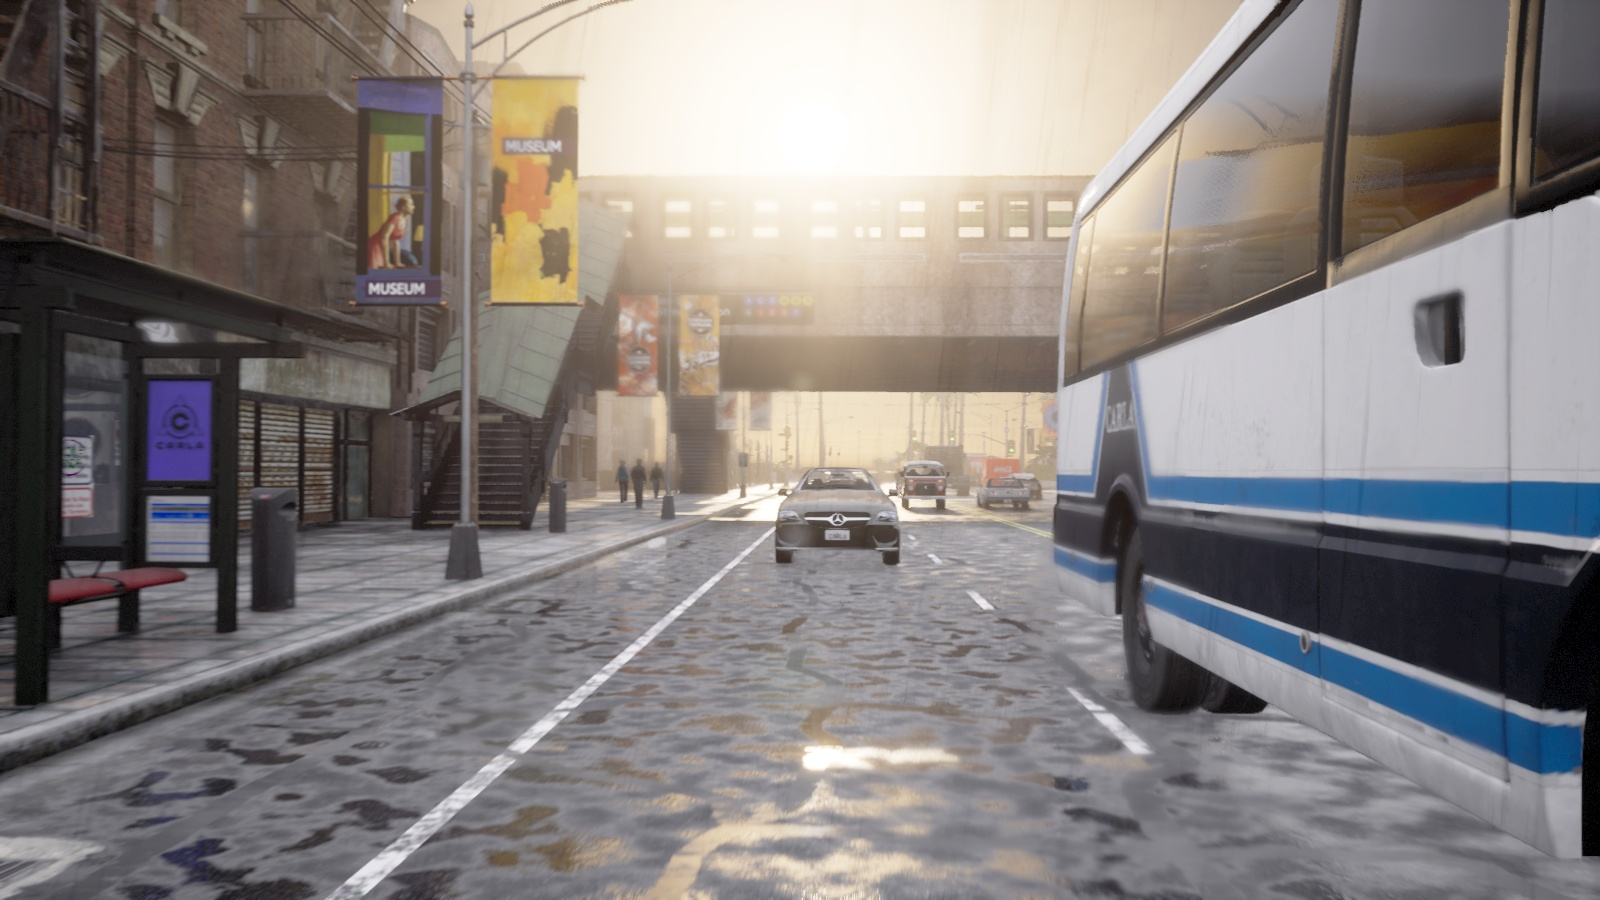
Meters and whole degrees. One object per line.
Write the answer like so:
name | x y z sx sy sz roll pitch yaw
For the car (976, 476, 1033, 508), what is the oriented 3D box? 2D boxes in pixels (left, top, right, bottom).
car | 8.866 1.804 54.759 1.895 1.301 4.718 0 -1 3

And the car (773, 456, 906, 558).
car | 0.726 0.976 22.997 2.152 1.651 5.027 0 -1 2

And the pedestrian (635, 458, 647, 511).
pedestrian | -5.777 1.254 45.640 0.402 1.930 0.666 0 -1 -5

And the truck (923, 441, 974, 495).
truck | 9.934 1.222 84.857 2.891 3.462 7.936 0 -1 3

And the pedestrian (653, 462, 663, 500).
pedestrian | -6.903 1.516 61.062 0.431 1.840 0.703 0 -1 -5

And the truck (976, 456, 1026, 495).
truck | 13.322 1.684 83.522 2.627 2.467 5.204 0 -1 2

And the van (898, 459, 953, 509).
van | 5.305 1.418 53.541 2.069 2.038 4.480 0 -1 3

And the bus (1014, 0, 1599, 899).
bus | 3.632 -0.480 5.566 3.944 4.253 10.273 0 -1 2

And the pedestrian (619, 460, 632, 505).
pedestrian | -7.453 1.395 53.720 0.396 1.930 0.692 0 -1 7

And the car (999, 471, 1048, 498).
car | 13.097 2.011 73.954 2.163 1.488 4.792 0 -1 2
